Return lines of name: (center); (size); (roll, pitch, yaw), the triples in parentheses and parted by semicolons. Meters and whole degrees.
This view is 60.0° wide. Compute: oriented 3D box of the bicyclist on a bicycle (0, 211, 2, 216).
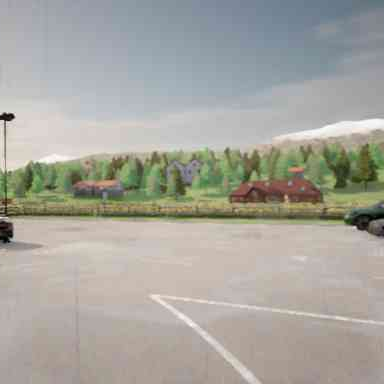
bicyclist on a bicycle: (-23.106, 2.093, 39.035); (0.582, 1.620, 1.656); (-1, 0, 24)

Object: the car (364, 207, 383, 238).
car: (10.783, 1.583, 15.927); (4.181, 1.385, 1.994); (-1, -1, 24)

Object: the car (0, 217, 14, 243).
car: (-11.077, 1.838, 16.981); (5.008, 1.535, 1.882); (-1, -1, 35)

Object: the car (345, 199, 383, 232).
car: (11.894, 1.262, 19.263); (5.566, 2.045, 2.150); (-1, -1, 24)
